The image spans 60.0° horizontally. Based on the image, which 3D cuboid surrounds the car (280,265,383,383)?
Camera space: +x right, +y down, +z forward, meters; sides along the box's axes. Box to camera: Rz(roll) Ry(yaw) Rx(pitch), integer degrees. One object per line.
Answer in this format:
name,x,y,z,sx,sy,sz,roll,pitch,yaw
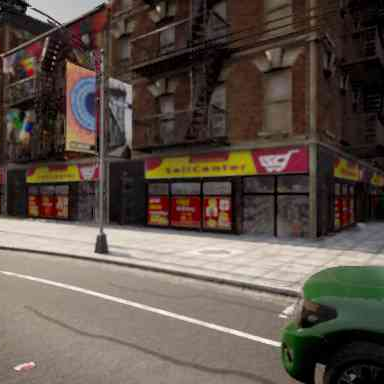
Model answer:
car,3.619,1.271,2.725,5.566,2.045,2.150,0,-1,36
